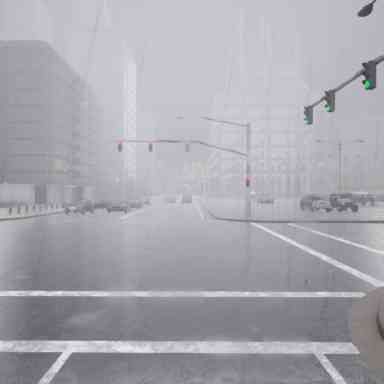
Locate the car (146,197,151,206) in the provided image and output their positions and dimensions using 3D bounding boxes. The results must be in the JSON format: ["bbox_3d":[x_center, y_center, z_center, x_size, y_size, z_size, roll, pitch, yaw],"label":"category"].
[{"bbox_3d":[-8.045,1.492,55.426,2.128,1.511,4.902,0,0,0],"label":"car"}]

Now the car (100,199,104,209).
[{"bbox_3d":[-11.497,1.601,43.450,1.895,1.301,4.718,0,0,0],"label":"car"}]

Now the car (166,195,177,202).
[{"bbox_3d":[-4.556,1.351,74.443,2.128,1.511,4.902,0,0,0],"label":"car"}]

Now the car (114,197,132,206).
[{"bbox_3d":[-11.550,1.546,56.010,2.033,1.411,5.357,0,0,0],"label":"car"}]

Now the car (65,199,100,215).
[{"bbox_3d":[-11.450,1.491,34.182,2.128,1.511,4.902,0,0,0],"label":"car"}]

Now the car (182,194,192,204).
[{"bbox_3d":[-1.011,1.601,65.703,1.895,1.301,4.718,0,0,0],"label":"car"}]

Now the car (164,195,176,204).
[{"bbox_3d":[-4.511,1.564,65.605,1.994,1.385,4.181,0,0,0],"label":"car"}]

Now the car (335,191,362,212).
[{"bbox_3d":[16.085,1.156,35.719,1.905,1.878,3.866,0,0,0],"label":"car"}]

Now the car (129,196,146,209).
[{"bbox_3d":[-8.006,1.352,45.476,2.097,1.767,4.553,0,0,0],"label":"car"}]

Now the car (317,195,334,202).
[{"bbox_3d":[27.403,1.364,68.305,1.784,1.438,3.905,0,0,0],"label":"car"}]

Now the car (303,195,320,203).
[{"bbox_3d":[24.508,1.395,68.301,1.970,1.475,3.806,0,0,0],"label":"car"}]

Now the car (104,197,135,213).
[{"bbox_3d":[-7.963,1.564,36.774,1.994,1.385,4.181,0,0,0],"label":"car"}]

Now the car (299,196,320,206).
[{"bbox_3d":[18.763,1.395,53.190,1.970,1.475,3.806,0,0,0],"label":"car"}]

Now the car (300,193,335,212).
[{"bbox_3d":[13.191,1.153,35.769,1.932,1.855,4.605,0,0,0],"label":"car"}]

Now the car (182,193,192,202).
[{"bbox_3d":[-1.056,1.181,74.431,2.097,1.767,4.553,0,0,0],"label":"car"}]

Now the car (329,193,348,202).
[{"bbox_3d":[30.086,1.153,68.360,1.932,1.855,4.605,0,0,0],"label":"car"}]
